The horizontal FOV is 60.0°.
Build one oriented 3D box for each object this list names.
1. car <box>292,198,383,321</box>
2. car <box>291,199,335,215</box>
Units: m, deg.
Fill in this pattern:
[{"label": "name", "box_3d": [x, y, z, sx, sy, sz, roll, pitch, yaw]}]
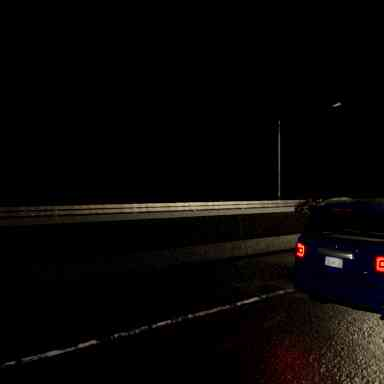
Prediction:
[{"label": "car", "box_3d": [4.452, 1.219, 6.917, 5.566, 2.045, 2.150, 0, 0, -36]}, {"label": "car", "box_3d": [12.595, 1.494, 34.466, 4.892, 1.490, 1.837, 0, 0, -35]}]
